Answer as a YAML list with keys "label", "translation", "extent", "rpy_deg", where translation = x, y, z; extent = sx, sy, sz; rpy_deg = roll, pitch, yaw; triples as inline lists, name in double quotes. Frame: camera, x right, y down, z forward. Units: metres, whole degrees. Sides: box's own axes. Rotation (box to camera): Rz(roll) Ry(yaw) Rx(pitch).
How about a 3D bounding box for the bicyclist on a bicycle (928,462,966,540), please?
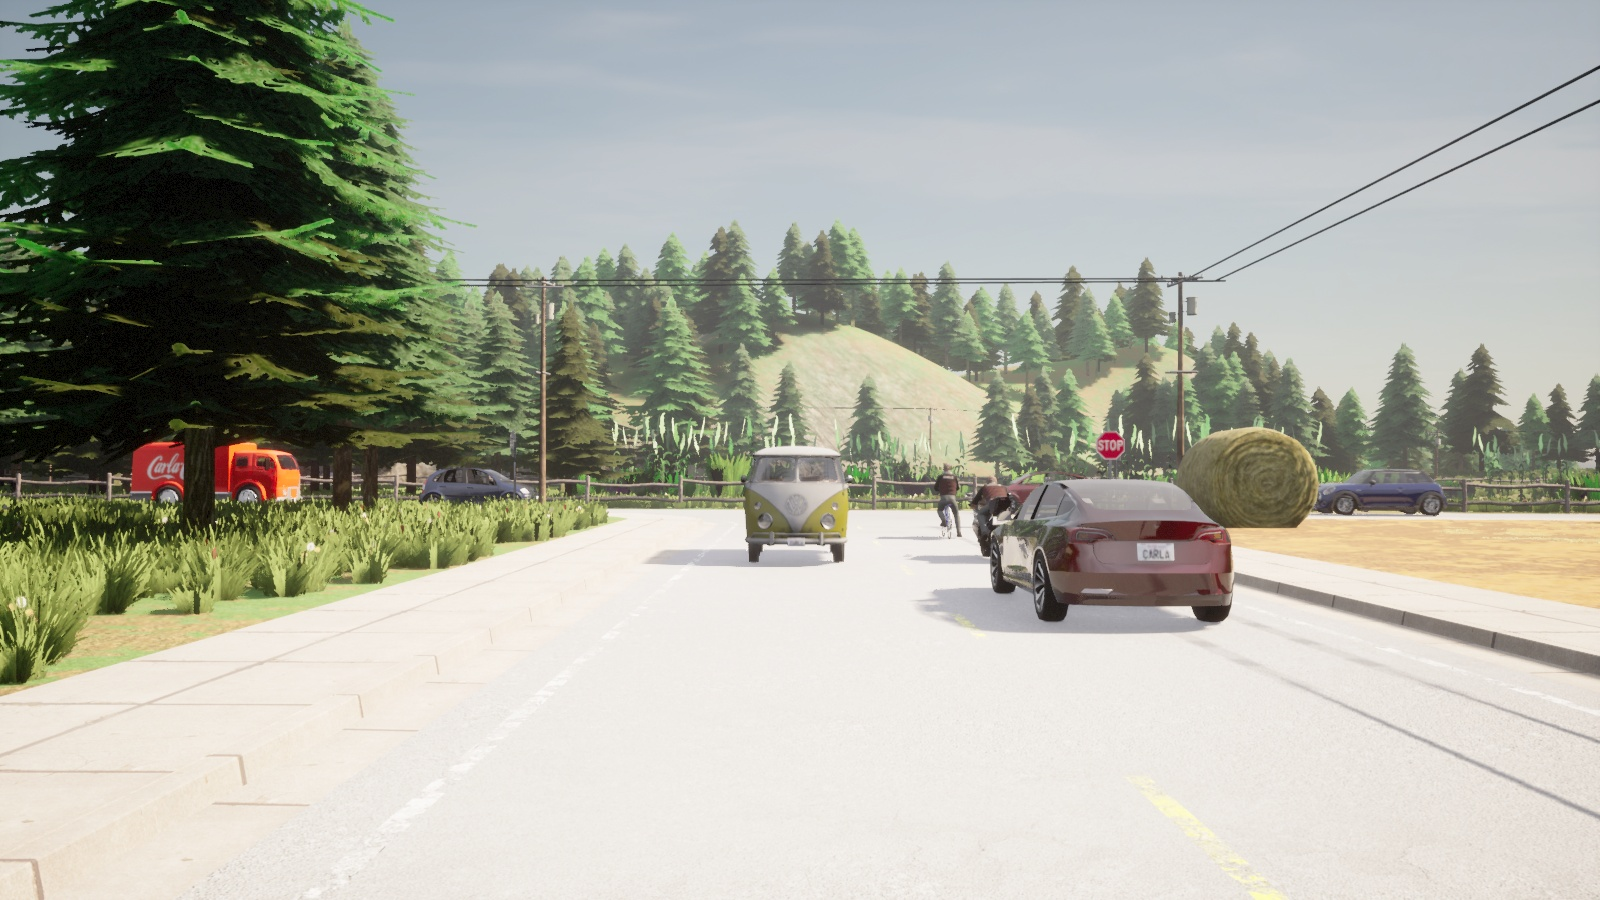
- label: "bicyclist on a bicycle"
  translation: [3.430, 1.163, 29.355]
  extent: [0.659, 1.776, 1.843]
  rpy_deg: [0, -1, 0]

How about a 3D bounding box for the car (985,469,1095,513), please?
- label: "car"
  translation: [8.791, 1.497, 46.172]
  extent: [3.705, 1.549, 1.789]
  rpy_deg: [0, -1, 1]

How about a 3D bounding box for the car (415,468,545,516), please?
- label: "car"
  translation: [-11.075, 1.453, 43.640]
  extent: [3.988, 1.617, 1.851]
  rpy_deg: [0, -1, 3]

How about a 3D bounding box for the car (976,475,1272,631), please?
- label: "car"
  translation: [3.466, 1.044, 14.535]
  extent: [2.163, 1.488, 4.792]
  rpy_deg: [0, -1, 0]

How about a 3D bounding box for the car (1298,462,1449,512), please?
- label: "car"
  translation: [20.787, 1.320, 45.673]
  extent: [4.553, 1.767, 2.097]
  rpy_deg: [0, -1, 3]

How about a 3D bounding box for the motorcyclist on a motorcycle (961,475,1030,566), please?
- label: "motorcyclist on a motorcycle"
  translation: [3.447, 1.210, 22.362]
  extent: [0.866, 1.530, 2.191]
  rpy_deg: [0, -1, 0]

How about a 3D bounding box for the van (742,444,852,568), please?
- label: "van"
  translation: [-0.053, 0.944, 22.466]
  extent: [1.775, 1.987, 4.442]
  rpy_deg: [0, -1, 0]

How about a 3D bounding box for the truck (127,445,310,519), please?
- label: "truck"
  translation: [-20.305, 1.114, 44.047]
  extent: [5.204, 2.467, 2.627]
  rpy_deg: [0, -1, 2]
